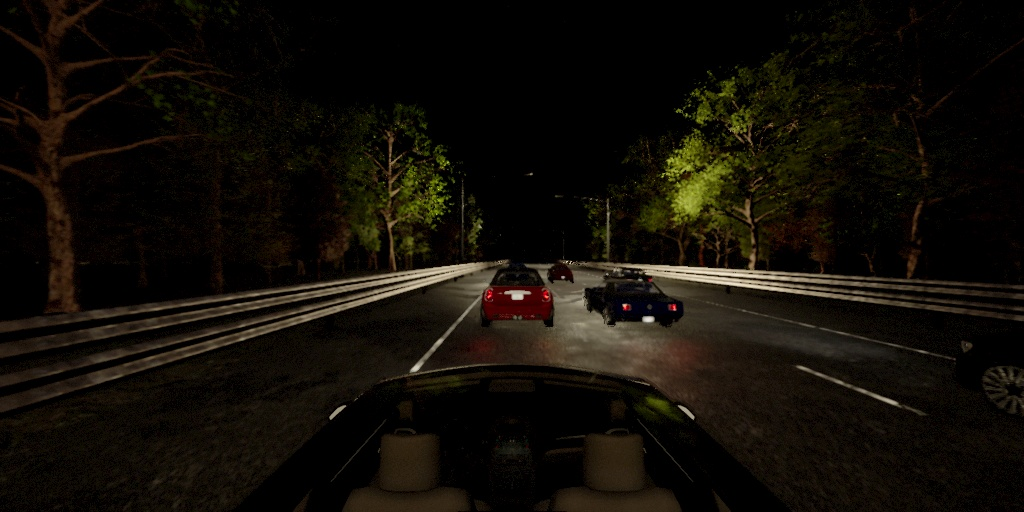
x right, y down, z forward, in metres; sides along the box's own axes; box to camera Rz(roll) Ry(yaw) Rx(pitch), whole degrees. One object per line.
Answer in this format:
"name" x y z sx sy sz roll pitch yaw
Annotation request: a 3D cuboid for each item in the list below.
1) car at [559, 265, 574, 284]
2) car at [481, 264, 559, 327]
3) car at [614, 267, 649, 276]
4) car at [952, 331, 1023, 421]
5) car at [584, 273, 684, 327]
"car" 3.916 1.443 29.453 1.812 1.442 4.674 0 0 1
"car" 0.177 1.163 12.020 2.097 1.767 4.553 0 0 1
"car" 7.306 1.434 22.924 2.033 1.411 5.357 0 0 1
"car" 7.106 1.262 2.962 2.128 1.511 4.902 0 0 0
"car" 3.671 1.417 11.800 1.895 1.301 4.718 0 0 1
